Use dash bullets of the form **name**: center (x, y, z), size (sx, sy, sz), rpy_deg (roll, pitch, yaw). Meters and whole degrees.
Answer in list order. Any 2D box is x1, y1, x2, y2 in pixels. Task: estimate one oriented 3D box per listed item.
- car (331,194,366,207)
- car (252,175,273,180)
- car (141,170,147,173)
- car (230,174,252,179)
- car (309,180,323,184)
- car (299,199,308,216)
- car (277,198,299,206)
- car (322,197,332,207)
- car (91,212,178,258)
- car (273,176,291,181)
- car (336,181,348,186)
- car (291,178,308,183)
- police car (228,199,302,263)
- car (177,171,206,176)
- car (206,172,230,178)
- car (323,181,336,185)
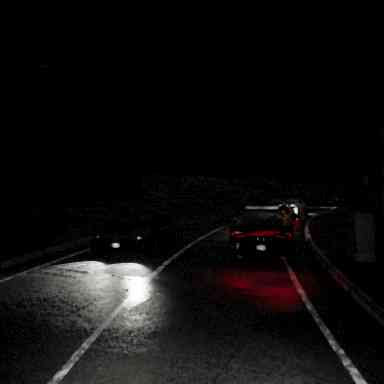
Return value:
- **car**: center (20.613, 1.017, 43.103), size (4.553, 1.767, 2.097), rpy_deg (0, -3, -39)
- **car**: center (14.195, -2.828, 71.333), size (5.008, 1.535, 2.097), rpy_deg (2, -4, -29)
- **car**: center (-10.279, -3.666, 58.702), size (4.553, 1.767, 2.185), rpy_deg (1, -4, -27)
- **car**: center (9.343, -2.960, 68.646), size (4.674, 1.452, 2.002), rpy_deg (2, -4, -28)
- **car**: center (28.494, -2.229, 80.075), size (4.674, 1.452, 2.002), rpy_deg (2, -4, -33)
- **car**: center (7.658, 1.214, 25.584), size (1.812, 1.442, 4.674), rpy_deg (-2, 0, 28)
- **car**: center (5.301, 1.178, 20.570), size (1.801, 1.575, 5.366), rpy_deg (-1, 0, 22)
- **car**: center (20.388, 1.355, 47.404), size (4.674, 1.442, 1.812), rpy_deg (0, -3, -37)
- **car**: center (-1.905, 1.429, 12.151), size (1.994, 1.385, 4.181), rpy_deg (-1, 0, 13)
- **car**: center (18.968, -2.775, 74.117), size (4.553, 1.767, 2.185), rpy_deg (2, -4, -30)
- **car**: center (37.600, -1.972, 86.344), size (4.553, 1.767, 2.185), rpy_deg (3, -5, -35)
- **car**: center (23.848, -2.429, 77.101), size (4.792, 1.488, 2.163), rpy_deg (2, -4, -32)
- **police car**: center (2.398, 1.241, 11.386), size (1.930, 1.638, 5.238), rpy_deg (-1, 1, 13)
- **car**: center (-0.497, -3.296, 63.591), size (4.892, 1.521, 2.231), rpy_deg (1, -4, -27)
- **car**: center (4.434, -3.160, 66.067), size (4.892, 1.521, 2.231), rpy_deg (2, -4, -27)
- **car**: center (32.994, -2.073, 83.095), size (4.892, 1.521, 2.231), rpy_deg (2, -4, -34)
